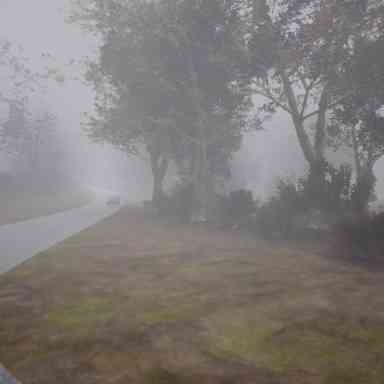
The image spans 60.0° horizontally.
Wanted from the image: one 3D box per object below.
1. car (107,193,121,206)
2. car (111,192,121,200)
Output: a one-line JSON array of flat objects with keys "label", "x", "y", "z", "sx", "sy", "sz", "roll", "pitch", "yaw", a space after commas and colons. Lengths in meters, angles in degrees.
[{"label": "car", "x": -12.093, "y": 1.289, "z": 51.403, "sx": 2.033, "sy": 1.411, "sz": 5.357, "roll": -1, "pitch": 1, "yaw": -9}, {"label": "car", "x": -15.033, "y": 0.826, "z": 65.515, "sx": 1.895, "sy": 1.301, "sz": 4.718, "roll": 0, "pitch": 3, "yaw": -14}]
